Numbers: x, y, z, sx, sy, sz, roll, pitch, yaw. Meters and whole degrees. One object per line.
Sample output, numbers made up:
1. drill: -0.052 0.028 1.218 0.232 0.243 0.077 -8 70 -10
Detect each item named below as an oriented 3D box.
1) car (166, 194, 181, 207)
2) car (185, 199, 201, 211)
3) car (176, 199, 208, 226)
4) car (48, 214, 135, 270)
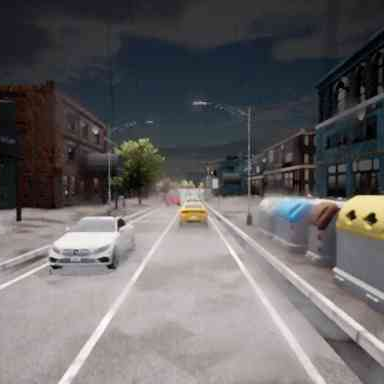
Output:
1. car: -3.029 1.333 54.368 2.150 2.045 5.566 0 0 1
2. car: 0.118 1.623 41.923 1.994 1.385 4.181 0 0 0
3. car: 0.110 1.475 23.473 1.882 1.535 5.008 0 0 0
4. car: -3.095 1.521 11.180 1.812 1.442 4.674 0 0 0
